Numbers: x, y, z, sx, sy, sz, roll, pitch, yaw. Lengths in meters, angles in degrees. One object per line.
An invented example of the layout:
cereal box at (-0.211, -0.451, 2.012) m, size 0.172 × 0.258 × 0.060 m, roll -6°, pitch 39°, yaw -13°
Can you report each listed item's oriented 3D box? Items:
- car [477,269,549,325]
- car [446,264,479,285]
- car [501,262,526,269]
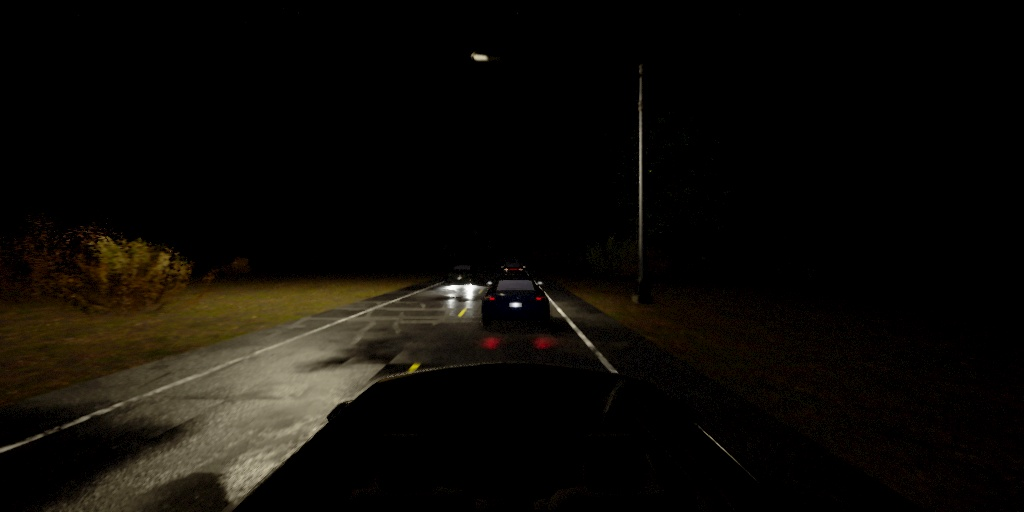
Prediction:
car at (0.100, 1.313, 11.852) m, size 1.994 × 1.385 × 4.181 m, roll 0°, pitch 0°, yaw 0°
car at (-3.564, 1.308, 26.325) m, size 1.994 × 1.385 × 4.181 m, roll 0°, pitch 0°, yaw 0°
car at (0.099, 1.234, 29.383) m, size 2.128 × 1.511 × 4.902 m, roll 0°, pitch 0°, yaw 0°
